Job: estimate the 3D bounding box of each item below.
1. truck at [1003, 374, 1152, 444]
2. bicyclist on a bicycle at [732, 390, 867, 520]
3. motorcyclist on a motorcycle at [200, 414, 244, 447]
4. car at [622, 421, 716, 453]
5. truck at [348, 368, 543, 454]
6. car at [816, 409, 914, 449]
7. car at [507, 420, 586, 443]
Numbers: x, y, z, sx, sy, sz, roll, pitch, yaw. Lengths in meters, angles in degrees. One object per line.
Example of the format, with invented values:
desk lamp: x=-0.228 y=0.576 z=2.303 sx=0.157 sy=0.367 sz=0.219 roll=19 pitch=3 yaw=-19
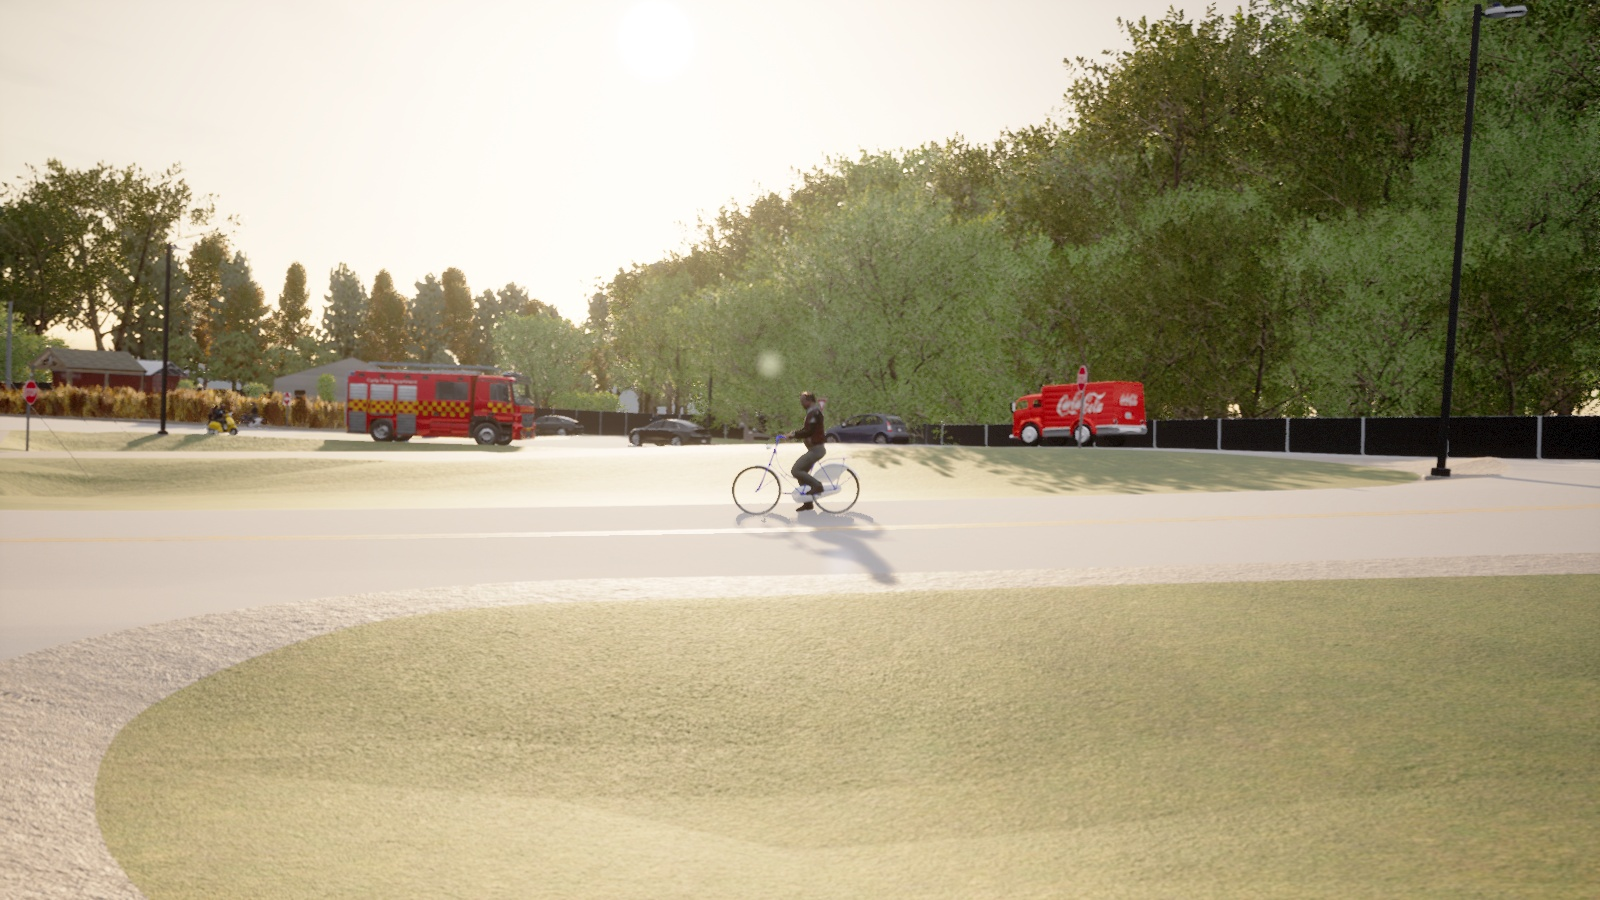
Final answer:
truck: x=11.062 y=-1.578 z=50.367 sx=2.627 sy=2.467 sz=5.204 roll=-1 pitch=-2 yaw=-42
bicyclist on a bicycle: x=-0.019 y=0.052 z=17.851 sx=1.843 sy=1.776 sz=0.659 roll=-1 pitch=3 yaw=-5
motorcyclist on a motorcycle: x=-27.948 y=-0.941 z=60.746 sx=1.817 sy=1.590 sz=0.866 roll=0 pitch=1 yaw=19
car: x=-6.750 y=-0.697 z=64.282 sx=4.892 sy=1.490 sz=1.837 roll=3 pitch=2 yaw=39
truck: x=-16.848 y=-1.878 z=59.981 sx=8.468 sy=3.827 sz=2.891 roll=1 pitch=2 yaw=4
car: x=2.937 y=-0.938 z=57.039 sx=3.988 sy=1.617 sz=1.851 roll=-2 pitch=0 yaw=36
car: x=-17.154 y=-1.253 z=85.017 sx=4.892 sy=1.490 sz=1.837 roll=0 pitch=0 yaw=12
